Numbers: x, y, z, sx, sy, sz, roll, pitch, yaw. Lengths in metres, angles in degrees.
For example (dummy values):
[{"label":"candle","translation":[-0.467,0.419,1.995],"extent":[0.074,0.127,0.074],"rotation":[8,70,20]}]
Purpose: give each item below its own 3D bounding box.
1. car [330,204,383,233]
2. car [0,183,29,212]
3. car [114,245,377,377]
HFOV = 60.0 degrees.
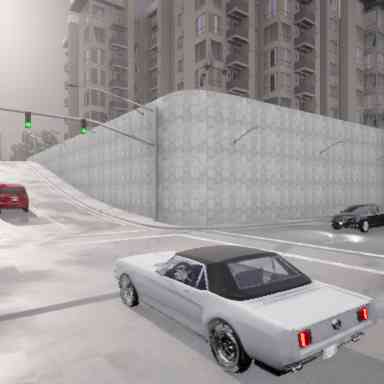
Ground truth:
[{"label":"car","translation":[10.267,1.505,19.936],"extent":[4.892,1.490,1.837],"rotation":[0,0,-36]},{"label":"car","translation":[-14.411,0.306,26.276],"extent":[2.150,2.045,5.566],"rotation":[0,7,-36]},{"label":"car","translation":[0.354,1.601,5.760],"extent":[1.895,1.301,4.718],"rotation":[0,0,-36]}]
